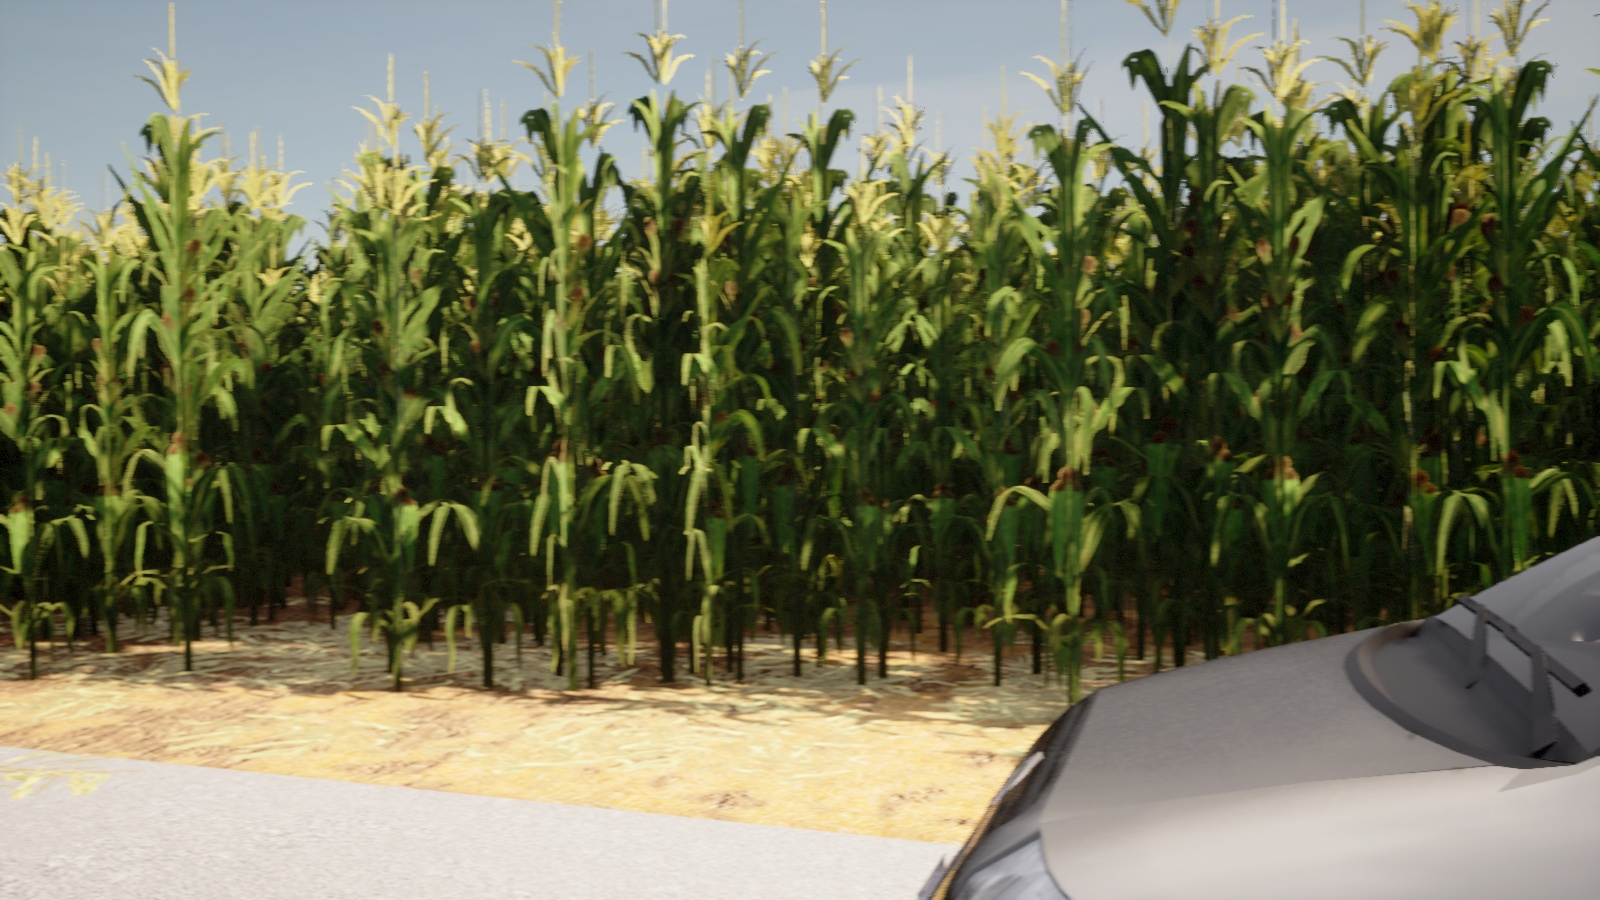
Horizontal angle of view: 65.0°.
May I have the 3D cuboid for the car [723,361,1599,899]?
[{"bbox_3d":[2.072,0.697,2.073,3.988,1.617,1.851,0,1,19],"label":"car"}]
